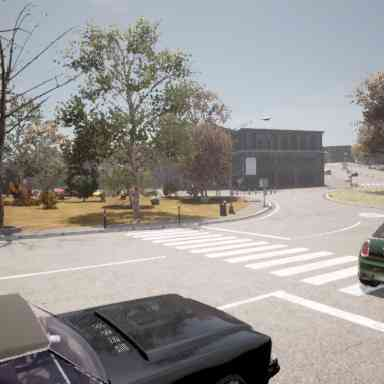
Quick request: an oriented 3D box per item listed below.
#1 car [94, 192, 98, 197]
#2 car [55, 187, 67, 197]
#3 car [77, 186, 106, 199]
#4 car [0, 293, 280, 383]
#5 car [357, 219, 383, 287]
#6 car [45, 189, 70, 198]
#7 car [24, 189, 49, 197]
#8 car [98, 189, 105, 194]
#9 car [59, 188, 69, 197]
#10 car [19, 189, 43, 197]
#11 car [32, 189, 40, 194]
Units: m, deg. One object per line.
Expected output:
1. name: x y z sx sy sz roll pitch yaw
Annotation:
1. car: -16.798 0.287 61.753 1.946 1.575 5.366 -1 2 17
2. car: -26.237 0.062 69.101 2.435 2.045 5.566 0 2 17
3. car: -19.138 0.054 63.744 2.435 2.045 5.566 -2 2 17
4. car: -1.464 1.600 2.699 4.718 1.301 1.895 0 0 -36
5. car: 6.043 1.319 7.991 4.553 1.767 2.097 0 0 -34
6. car: -28.584 0.294 70.958 2.231 1.521 4.892 -1 2 18
7. car: -35.633 0.194 76.308 1.946 1.575 5.366 0 3 18
8. car: -14.385 0.125 60.128 2.185 1.767 4.553 -2 2 16
9. car: -23.874 0.351 67.296 2.163 1.488 4.792 -1 2 17
10. car: -37.888 0.151 78.348 2.097 1.535 5.008 0 3 19
11. car: -33.266 0.102 74.605 2.185 1.767 4.553 0 2 18
